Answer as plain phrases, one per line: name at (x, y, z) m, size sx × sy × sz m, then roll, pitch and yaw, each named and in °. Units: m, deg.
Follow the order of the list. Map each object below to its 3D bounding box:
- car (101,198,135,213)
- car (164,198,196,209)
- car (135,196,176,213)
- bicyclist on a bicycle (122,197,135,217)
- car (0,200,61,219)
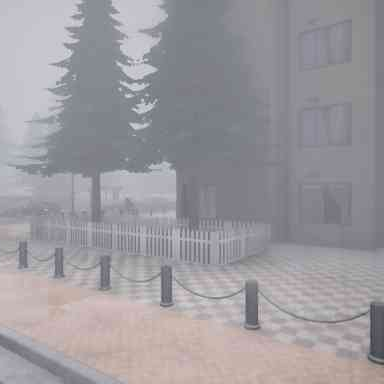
car at (-7.788, 1.462, 36.924) m, size 1.882 × 1.535 × 5.008 m, roll 0°, pitch 0°, yaw 37°
car at (-1.574, 1.510, 45.053) m, size 1.812 × 1.442 × 4.674 m, roll 0°, pitch 0°, yaw 37°
car at (-3.543, 1.336, 36.403) m, size 2.097 × 1.767 × 4.553 m, roll 0°, pitch 0°, yaw 37°
bicyclist on a bicycle at (-5.309, 1.285, 27.828) m, size 1.656 × 1.620 × 0.582 m, roll 0°, pitch 0°, yaw 37°
car at (-13.914, 1.476, 28.872) m, size 2.128 × 1.511 × 4.902 m, roll 0°, pitch 0°, yaw 37°
